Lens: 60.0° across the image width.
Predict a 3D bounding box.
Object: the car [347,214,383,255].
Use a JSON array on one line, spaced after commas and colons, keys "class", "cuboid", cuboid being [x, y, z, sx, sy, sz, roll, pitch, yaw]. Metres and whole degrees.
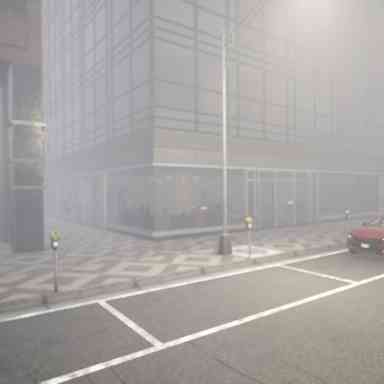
[{"class": "car", "cuboid": [7.348, 1.454, 11.932, 4.507, 1.381, 1.887, -1, 0, -36]}]
